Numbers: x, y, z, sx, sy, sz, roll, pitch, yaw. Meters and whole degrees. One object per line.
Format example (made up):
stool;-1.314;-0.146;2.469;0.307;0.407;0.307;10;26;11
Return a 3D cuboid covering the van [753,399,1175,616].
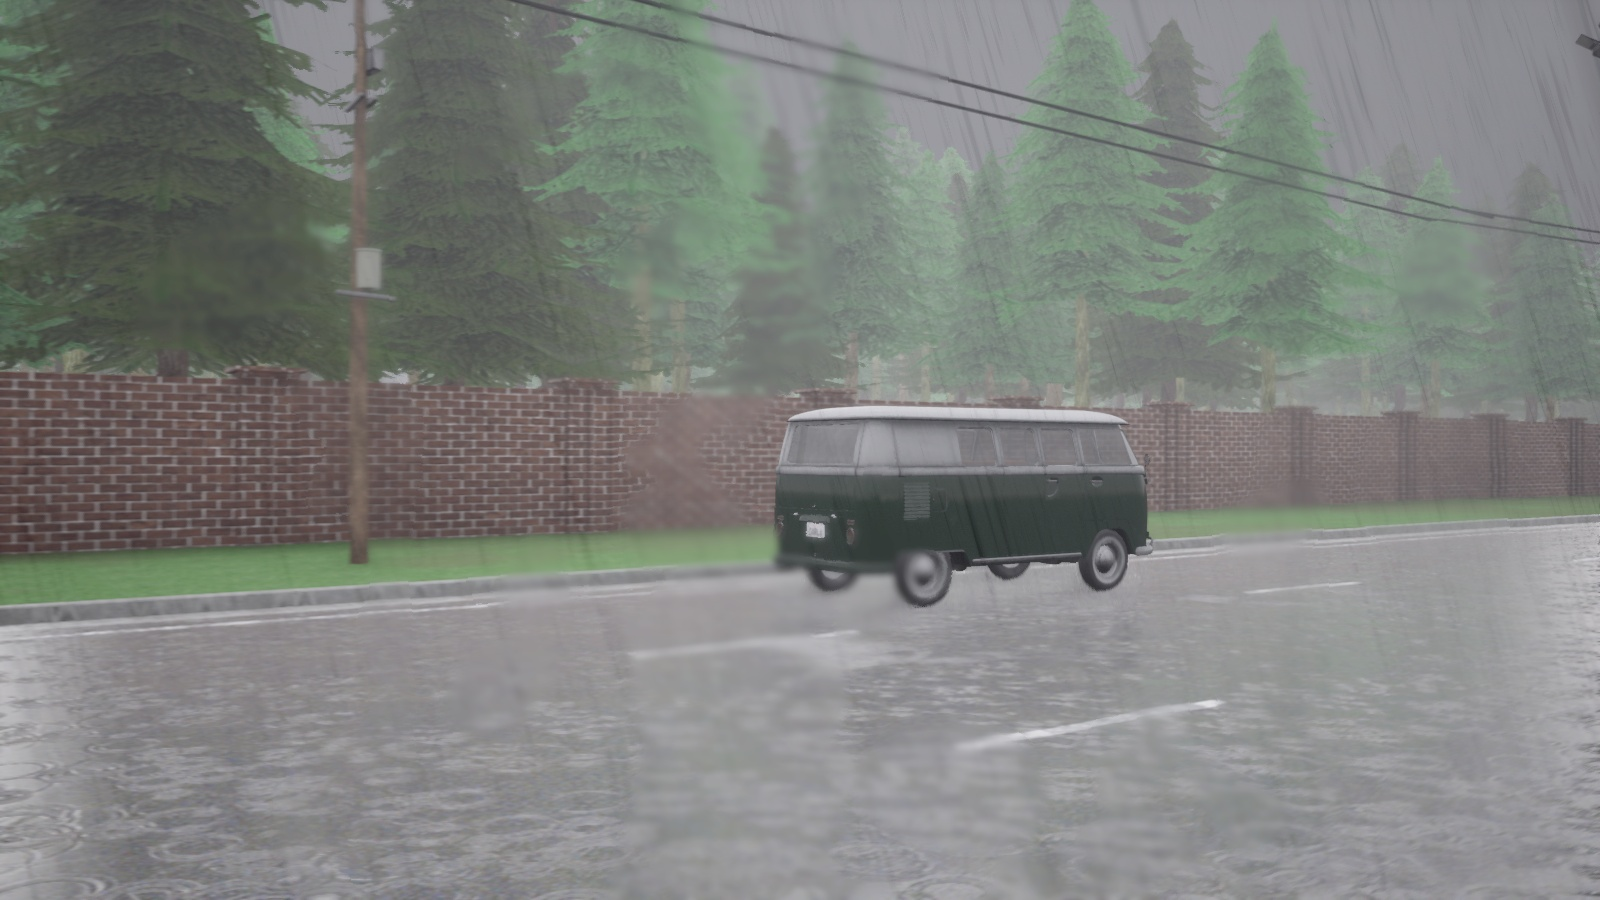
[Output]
van;1.849;0.527;13.475;4.442;1.987;1.775;0;0;-35
